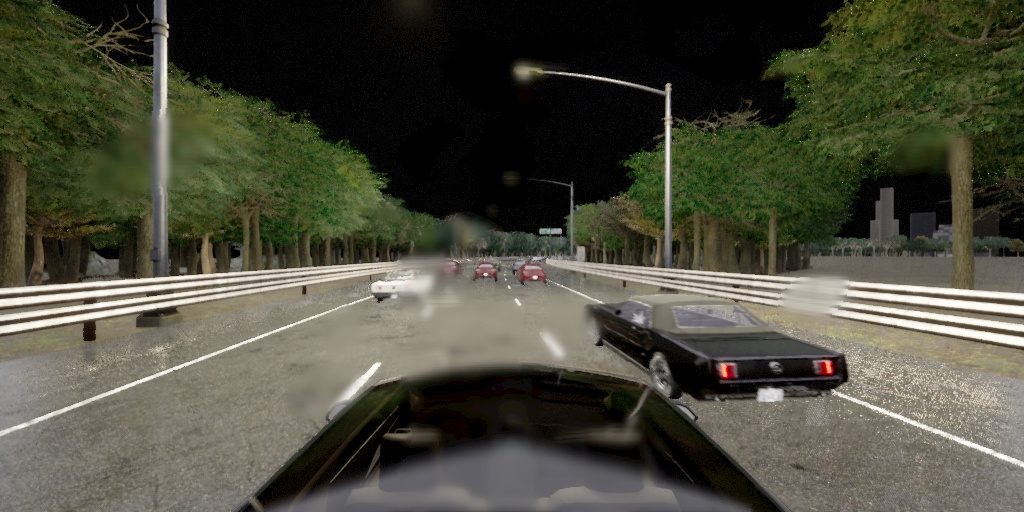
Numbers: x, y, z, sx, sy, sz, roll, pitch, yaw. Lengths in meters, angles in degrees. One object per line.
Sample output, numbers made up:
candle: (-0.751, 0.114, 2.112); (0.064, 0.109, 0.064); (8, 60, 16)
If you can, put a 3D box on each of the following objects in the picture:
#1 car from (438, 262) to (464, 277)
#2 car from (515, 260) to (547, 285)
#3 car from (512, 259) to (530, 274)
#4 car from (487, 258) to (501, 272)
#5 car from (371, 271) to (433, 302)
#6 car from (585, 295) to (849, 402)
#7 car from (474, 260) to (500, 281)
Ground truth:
car: (-5.785, 1.248, 34.505); (1.812, 1.442, 4.674); (0, 0, -2)
car: (1.418, 1.259, 26.147); (1.812, 1.442, 4.674); (0, 0, -3)
car: (0.971, 1.260, 41.135); (2.033, 1.411, 5.357); (0, 0, -1)
car: (-2.418, 1.062, 44.567); (2.097, 1.767, 4.553); (0, 0, 0)
car: (-4.941, 1.342, 16.846); (1.895, 1.301, 4.718); (0, 0, -4)
car: (2.835, 1.347, 6.429); (1.895, 1.301, 4.718); (0, 0, -6)
car: (-2.130, 1.254, 29.823); (1.812, 1.442, 4.674); (0, 0, -3)
